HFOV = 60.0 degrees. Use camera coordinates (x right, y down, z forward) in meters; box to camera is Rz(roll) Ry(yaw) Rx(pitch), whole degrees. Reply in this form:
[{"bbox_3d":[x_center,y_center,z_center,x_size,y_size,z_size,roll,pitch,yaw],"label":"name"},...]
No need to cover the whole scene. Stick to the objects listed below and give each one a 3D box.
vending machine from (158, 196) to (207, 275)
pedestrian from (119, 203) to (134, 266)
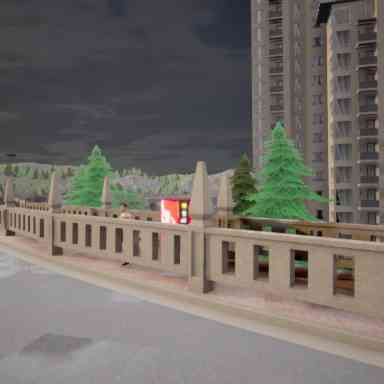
[{"bbox_3d":[-0.263,1.188,9.718,0.880,2.100,1.100,-1,0,40],"label":"vending machine"},{"bbox_3d":[-1.895,1.135,9.300,0.375,1.860,0.375,-1,-1,41],"label":"pedestrian"}]
